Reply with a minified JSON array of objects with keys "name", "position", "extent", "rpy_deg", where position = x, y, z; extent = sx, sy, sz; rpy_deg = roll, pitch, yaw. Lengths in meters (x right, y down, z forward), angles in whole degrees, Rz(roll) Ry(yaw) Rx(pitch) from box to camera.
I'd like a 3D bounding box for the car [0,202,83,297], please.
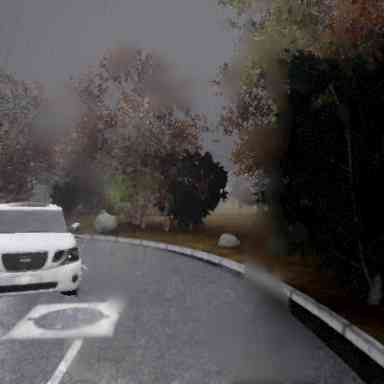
[{"name":"car","position":[-4.264,1.317,8.671],"extent":[2.150,2.045,5.566],"rpy_deg":[2,-1,-25]}]
